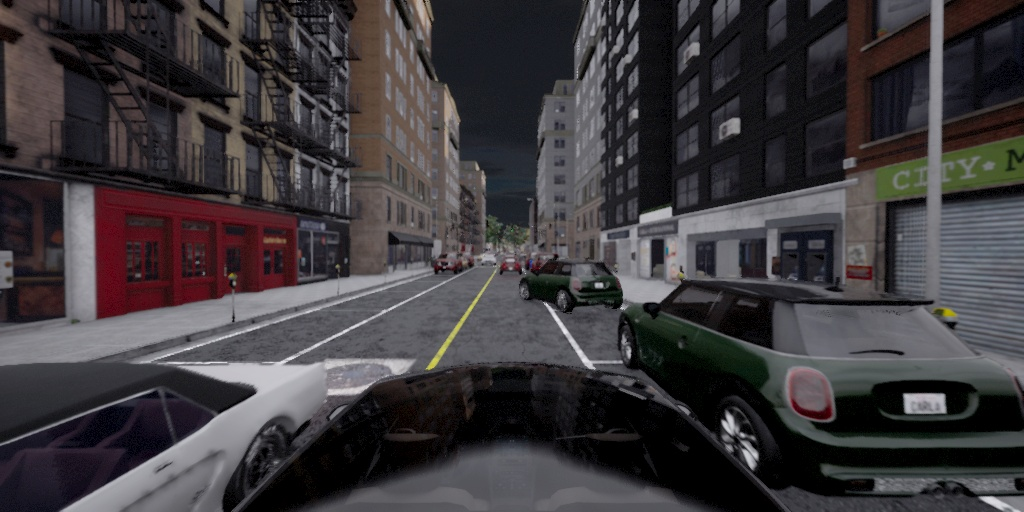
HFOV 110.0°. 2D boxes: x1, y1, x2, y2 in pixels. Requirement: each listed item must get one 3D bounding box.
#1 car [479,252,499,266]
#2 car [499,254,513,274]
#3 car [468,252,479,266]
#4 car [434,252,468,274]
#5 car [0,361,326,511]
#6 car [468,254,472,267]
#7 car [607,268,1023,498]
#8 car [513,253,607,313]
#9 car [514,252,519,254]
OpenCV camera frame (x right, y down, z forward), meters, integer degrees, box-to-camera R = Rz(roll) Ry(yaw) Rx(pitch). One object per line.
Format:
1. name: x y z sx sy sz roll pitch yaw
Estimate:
1. car: -3.033 0.539 47.858 1.812 1.442 4.674 0 1 0
2. car: -0.104 0.795 31.556 1.812 1.442 4.674 0 1 0
3. car: -5.655 0.395 43.393 2.192 1.841 5.009 0 0 0
4. car: -5.583 0.580 32.038 2.192 1.841 5.009 0 0 0
5. car: -2.845 1.356 1.484 1.895 1.301 4.718 0 1 0
6. car: -5.618 0.698 37.544 1.751 1.417 4.829 0 0 0
7. car: 2.971 1.052 4.718 2.097 1.767 4.553 0 1 0
8. car: 1.955 0.915 13.267 2.097 1.767 4.553 0 1 -22
9. car: -0.288 0.497 46.935 1.882 1.535 5.008 0 1 -1
